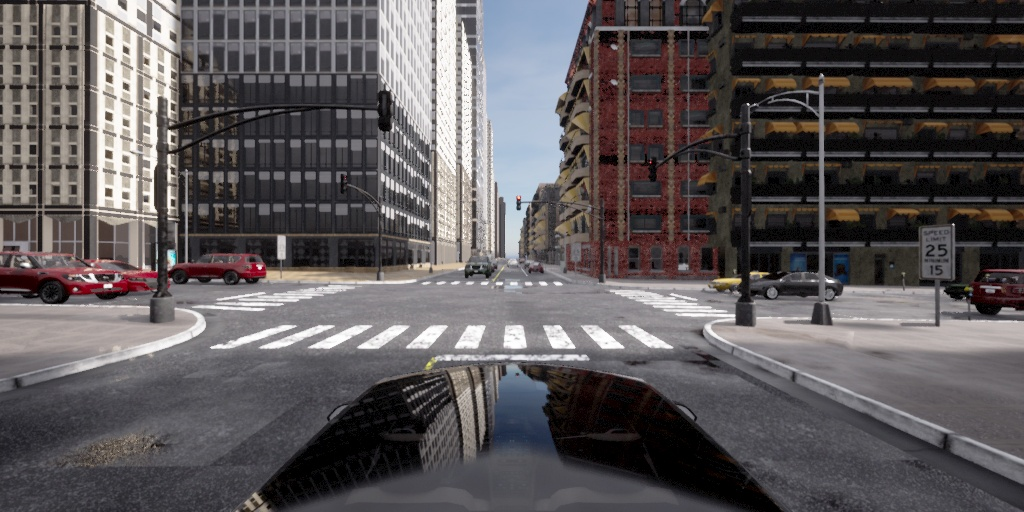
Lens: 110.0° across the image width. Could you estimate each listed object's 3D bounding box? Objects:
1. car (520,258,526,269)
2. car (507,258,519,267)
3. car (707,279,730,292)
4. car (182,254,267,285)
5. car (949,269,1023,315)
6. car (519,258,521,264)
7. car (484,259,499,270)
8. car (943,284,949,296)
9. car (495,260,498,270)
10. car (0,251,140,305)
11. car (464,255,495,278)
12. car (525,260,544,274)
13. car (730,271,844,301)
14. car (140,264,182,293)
[{"bbox_3d":[2.715,1.300,54.588,2.007,1.370,4.403,0,0,0],"label":"car"},{"bbox_3d":[0.136,1.279,64.877,1.812,1.442,4.674,0,0,0],"label":"car"},{"bbox_3d":[14.640,1.580,21.968,4.829,1.417,1.751,0,0,0],"label":"car"},{"bbox_3d":[-17.701,0.770,21.701,5.009,1.841,2.192,0,0,0],"label":"car"},{"bbox_3d":[20.604,1.457,13.669,5.009,1.841,2.192,0,0,0],"label":"car"},{"bbox_3d":[2.719,1.302,60.236,2.007,1.370,4.403,0,0,0],"label":"car"},{"bbox_3d":[-3.064,1.227,53.921,1.882,1.535,5.008,0,0,0],"label":"car"},{"bbox_3d":[26.686,1.866,19.476,4.718,1.301,1.895,1,0,0],"label":"car"},{"bbox_3d":[-3.073,1.272,43.648,1.812,1.442,4.674,0,0,0],"label":"car"},{"bbox_3d":[-17.570,0.753,13.321,5.009,1.841,2.192,0,0,0],"label":"car"},{"bbox_3d":[-3.085,0.966,33.574,2.150,2.045,5.566,0,0,0],"label":"car"},{"bbox_3d":[2.760,1.328,41.671,1.802,1.307,4.207,0,0,0],"label":"car"},{"bbox_3d":[14.922,1.556,19.350,4.892,1.490,1.837,1,0,2],"label":"car"},{"bbox_3d":[-18.154,0.911,15.907,5.008,1.535,1.882,1,0,0],"label":"car"}]
